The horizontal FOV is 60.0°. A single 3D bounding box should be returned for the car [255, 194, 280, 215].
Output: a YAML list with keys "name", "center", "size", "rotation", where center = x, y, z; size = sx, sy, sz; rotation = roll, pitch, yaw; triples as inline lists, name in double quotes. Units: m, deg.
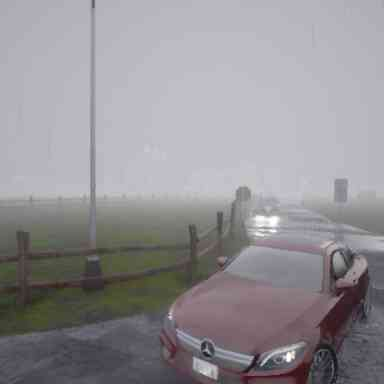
- name: "car"
  center: [6.661, 1.202, 29.531]
  size: [2.128, 1.511, 4.902]
  rotation: [1, 1, 11]

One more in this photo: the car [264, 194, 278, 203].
- name: "car"
  center: [13.078, 1.041, 54.802]
  size: [1.895, 1.301, 4.718]
  rotation: [1, 1, 18]

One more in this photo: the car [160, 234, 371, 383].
- name: "car"
  center: [1.525, 1.463, 5.169]
  size: [1.812, 1.442, 4.674]
  rotation: [3, 3, 37]
